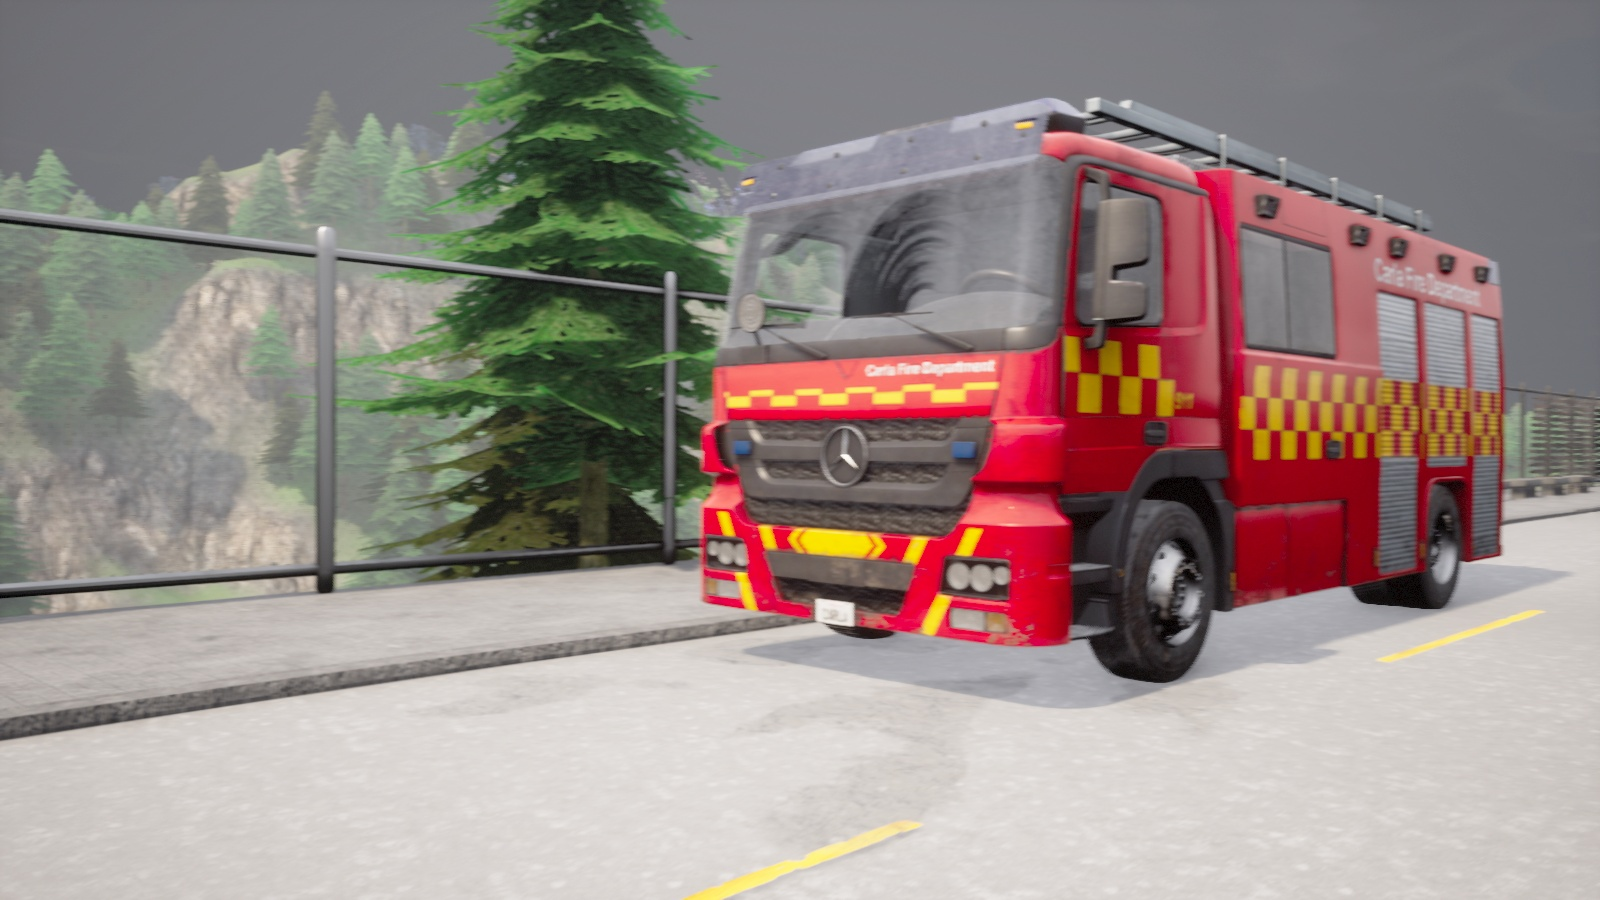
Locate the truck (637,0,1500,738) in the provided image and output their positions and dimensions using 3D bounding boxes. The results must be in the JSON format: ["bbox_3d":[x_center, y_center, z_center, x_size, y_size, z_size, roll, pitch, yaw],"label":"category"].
[{"bbox_3d":[2.916,-0.463,10.394,2.891,3.827,8.468,1,0,44],"label":"truck"}]
